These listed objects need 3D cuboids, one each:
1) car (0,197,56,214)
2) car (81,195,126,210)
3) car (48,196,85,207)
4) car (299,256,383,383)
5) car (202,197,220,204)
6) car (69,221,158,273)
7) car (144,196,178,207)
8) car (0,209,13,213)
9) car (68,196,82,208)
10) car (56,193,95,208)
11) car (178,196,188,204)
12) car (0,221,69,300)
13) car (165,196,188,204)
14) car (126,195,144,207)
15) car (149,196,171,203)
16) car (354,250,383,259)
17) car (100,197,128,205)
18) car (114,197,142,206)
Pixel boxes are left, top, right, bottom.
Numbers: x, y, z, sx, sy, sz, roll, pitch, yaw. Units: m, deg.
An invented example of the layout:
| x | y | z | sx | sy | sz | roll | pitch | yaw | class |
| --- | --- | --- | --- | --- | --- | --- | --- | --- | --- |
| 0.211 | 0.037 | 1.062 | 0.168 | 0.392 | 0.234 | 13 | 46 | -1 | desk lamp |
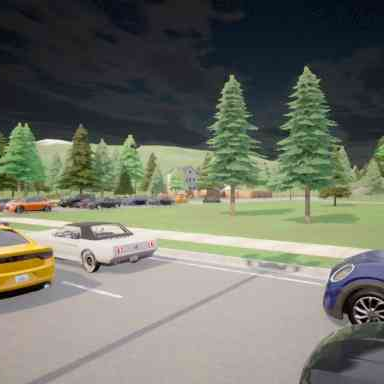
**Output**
| x | y | z | sx | sy | sz | roll | pitch | yaw | class |
| --- | --- | --- | --- | --- | --- | --- | --- | --- | --- |
| -17.407 | 1.351 | 35.317 | 2.097 | 1.767 | 4.553 | 0 | 0 | 36 | car |
| -11.482 | 1.506 | 43.462 | 1.837 | 1.490 | 4.892 | 0 | 0 | 36 | car |
| -19.105 | 1.478 | 50.822 | 1.882 | 1.535 | 5.008 | 0 | 0 | 36 | car |
| 3.085 | 1.505 | 1.775 | 4.892 | 1.490 | 1.837 | 0 | 0 | 35 | car |
| 3.743 | 1.564 | 64.229 | 1.994 | 1.385 | 4.181 | 0 | 0 | 37 | car |
| -3.453 | 1.601 | 10.738 | 4.718 | 1.301 | 1.895 | 0 | 0 | 35 | car |
| -4.830 | 1.507 | 52.574 | 1.837 | 1.490 | 4.892 | 0 | -1 | 36 | car |
| -10.861 | 1.601 | 16.006 | 4.718 | 1.301 | 1.895 | 0 | 0 | 35 | car |
| -14.217 | 1.564 | 45.649 | 1.994 | 1.385 | 4.181 | 0 | 0 | 36 | car |
| -16.508 | 1.221 | 48.443 | 2.150 | 2.045 | 5.566 | 0 | 0 | 36 | car |
| -2.800 | 1.478 | 61.266 | 1.882 | 1.535 | 5.008 | 0 | 1 | 36 | car |
| -5.235 | 1.478 | 7.708 | 5.008 | 1.535 | 1.882 | 0 | 0 | 35 | car |
| -3.083 | 1.492 | 66.740 | 2.128 | 1.511 | 4.902 | 0 | 0 | 37 | car |
| -8.995 | 1.352 | 52.804 | 2.097 | 1.767 | 4.553 | 0 | 0 | 36 | car |
| -6.545 | 1.525 | 67.912 | 1.812 | 1.442 | 4.674 | 0 | 0 | 37 | car |
| 4.480 | 1.352 | 5.081 | 4.553 | 1.767 | 2.097 | 0 | 0 | 36 | car |
| -13.567 | 1.601 | 58.397 | 1.895 | 1.301 | 4.718 | 0 | 0 | 36 | car |
| -10.748 | 1.601 | 56.332 | 1.895 | 1.301 | 4.718 | 0 | 0 | 36 | car |
